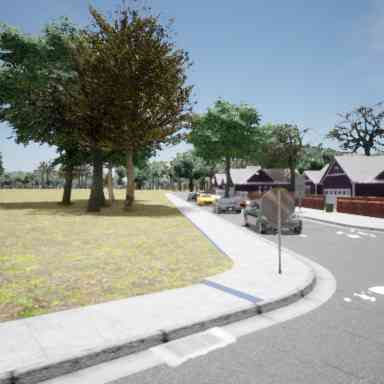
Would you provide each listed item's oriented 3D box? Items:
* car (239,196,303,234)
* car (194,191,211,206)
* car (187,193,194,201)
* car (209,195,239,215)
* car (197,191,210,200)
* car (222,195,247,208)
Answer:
[{"bbox_3d":[4.302,1.196,18.268,2.097,1.767,4.553,-1,1,-6],"label":"car"},{"bbox_3d":[1.749,0.991,42.881,1.882,1.535,5.008,-1,1,-6],"label":"car"},{"bbox_3d":[0.193,0.851,58.614,1.994,1.385,4.181,-1,1,-5],"label":"car"},{"bbox_3d":[3.083,1.249,30.132,1.994,1.385,4.181,-1,1,-6],"label":"car"},{"bbox_3d":[2.221,0.657,65.706,1.837,1.490,4.892,-1,1,-6],"label":"car"},{"bbox_3d":[5.034,1.094,39.798,1.994,1.385,4.181,-1,1,-6],"label":"car"}]
